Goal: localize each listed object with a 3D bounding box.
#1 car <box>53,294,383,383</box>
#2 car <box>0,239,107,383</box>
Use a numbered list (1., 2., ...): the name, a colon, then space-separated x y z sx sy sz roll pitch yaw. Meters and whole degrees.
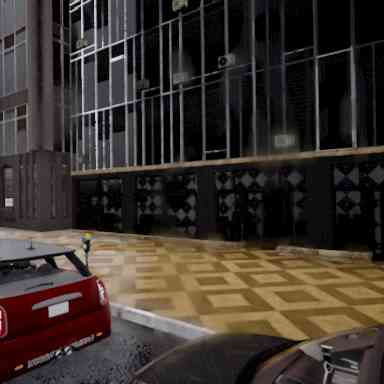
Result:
1. car: 1.411 1.550 1.882 4.403 1.369 2.008 0 -1 35
2. car: -3.195 1.450 5.160 4.097 1.590 1.967 0 -1 35
